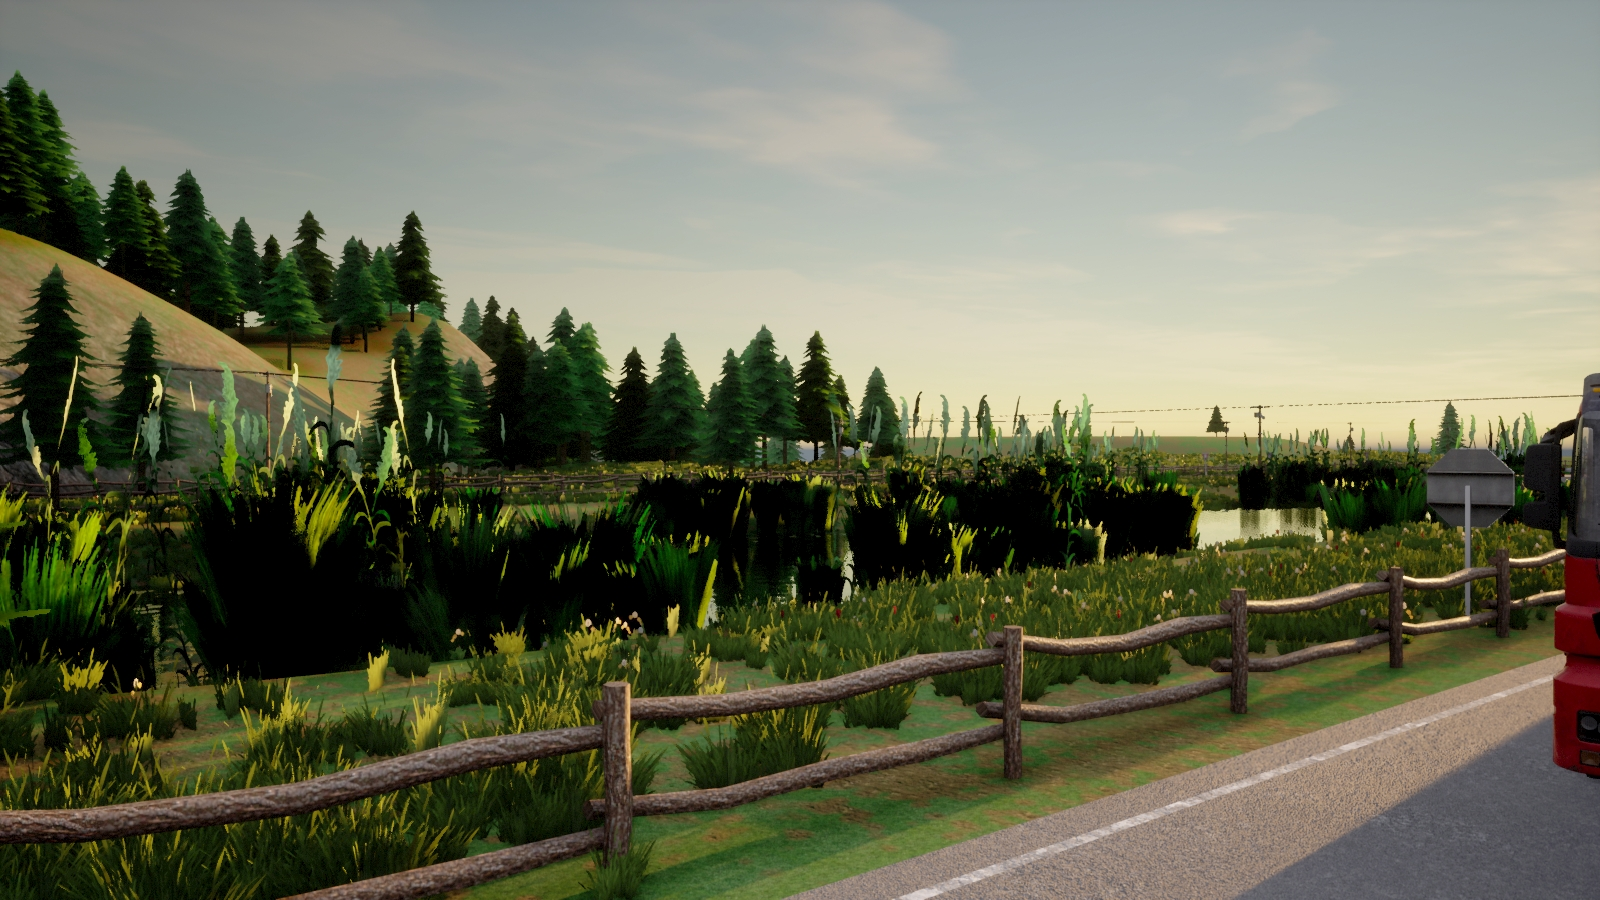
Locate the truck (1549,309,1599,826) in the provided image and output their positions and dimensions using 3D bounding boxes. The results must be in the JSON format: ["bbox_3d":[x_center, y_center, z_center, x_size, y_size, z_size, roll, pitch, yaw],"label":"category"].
[{"bbox_3d":[9.517,0.862,10.949,2.891,3.827,8.468,0,0,40],"label":"truck"}]

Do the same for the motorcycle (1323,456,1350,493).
[{"bbox_3d":[34.996,1.577,74.472,2.033,2.348,0.803,0,0,-39],"label":"motorcycle"}]
